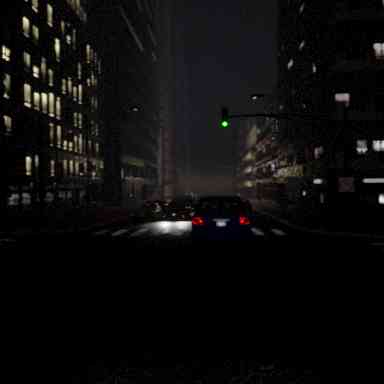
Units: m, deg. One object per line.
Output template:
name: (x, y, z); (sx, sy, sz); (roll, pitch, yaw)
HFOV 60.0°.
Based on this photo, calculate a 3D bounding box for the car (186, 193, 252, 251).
car: (1.164, 1.149, 13.883); (2.150, 2.045, 5.566); (0, 0, 4)

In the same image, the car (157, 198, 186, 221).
car: (-1.207, 1.458, 26.311); (1.994, 1.385, 4.181); (0, 0, 4)

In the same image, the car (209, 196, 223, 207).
car: (3.331, 1.291, 46.458); (1.812, 1.442, 4.674); (0, 0, 4)

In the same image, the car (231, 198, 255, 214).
car: (5.048, 1.358, 33.441); (2.008, 1.369, 4.403); (-1, 0, 4)

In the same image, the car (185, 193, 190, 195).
car: (0.177, 1.289, 45.775); (2.128, 1.511, 4.902); (0, 0, 4)

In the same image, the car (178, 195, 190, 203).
car: (-1.440, 1.285, 62.207); (1.887, 1.381, 4.507); (-1, 0, 4)

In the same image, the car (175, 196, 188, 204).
car: (-1.814, 1.350, 56.565); (1.802, 1.307, 4.206); (-1, 0, 4)

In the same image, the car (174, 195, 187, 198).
car: (-0.557, 1.395, 35.662); (2.033, 1.411, 5.357); (0, 0, 4)

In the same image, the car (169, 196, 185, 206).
car: (-2.189, 1.341, 50.922); (1.887, 1.381, 4.507); (-1, 0, 4)

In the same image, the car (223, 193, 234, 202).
car: (7.293, 1.080, 67.294); (1.967, 1.590, 4.097); (-1, 0, 4)

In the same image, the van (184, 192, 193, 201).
van: (-0.695, 1.026, 73.491); (1.690, 1.788, 3.998); (-1, 0, 4)

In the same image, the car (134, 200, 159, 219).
car: (-3.700, 1.434, 28.185); (1.752, 1.417, 4.829); (-1, 0, 4)
